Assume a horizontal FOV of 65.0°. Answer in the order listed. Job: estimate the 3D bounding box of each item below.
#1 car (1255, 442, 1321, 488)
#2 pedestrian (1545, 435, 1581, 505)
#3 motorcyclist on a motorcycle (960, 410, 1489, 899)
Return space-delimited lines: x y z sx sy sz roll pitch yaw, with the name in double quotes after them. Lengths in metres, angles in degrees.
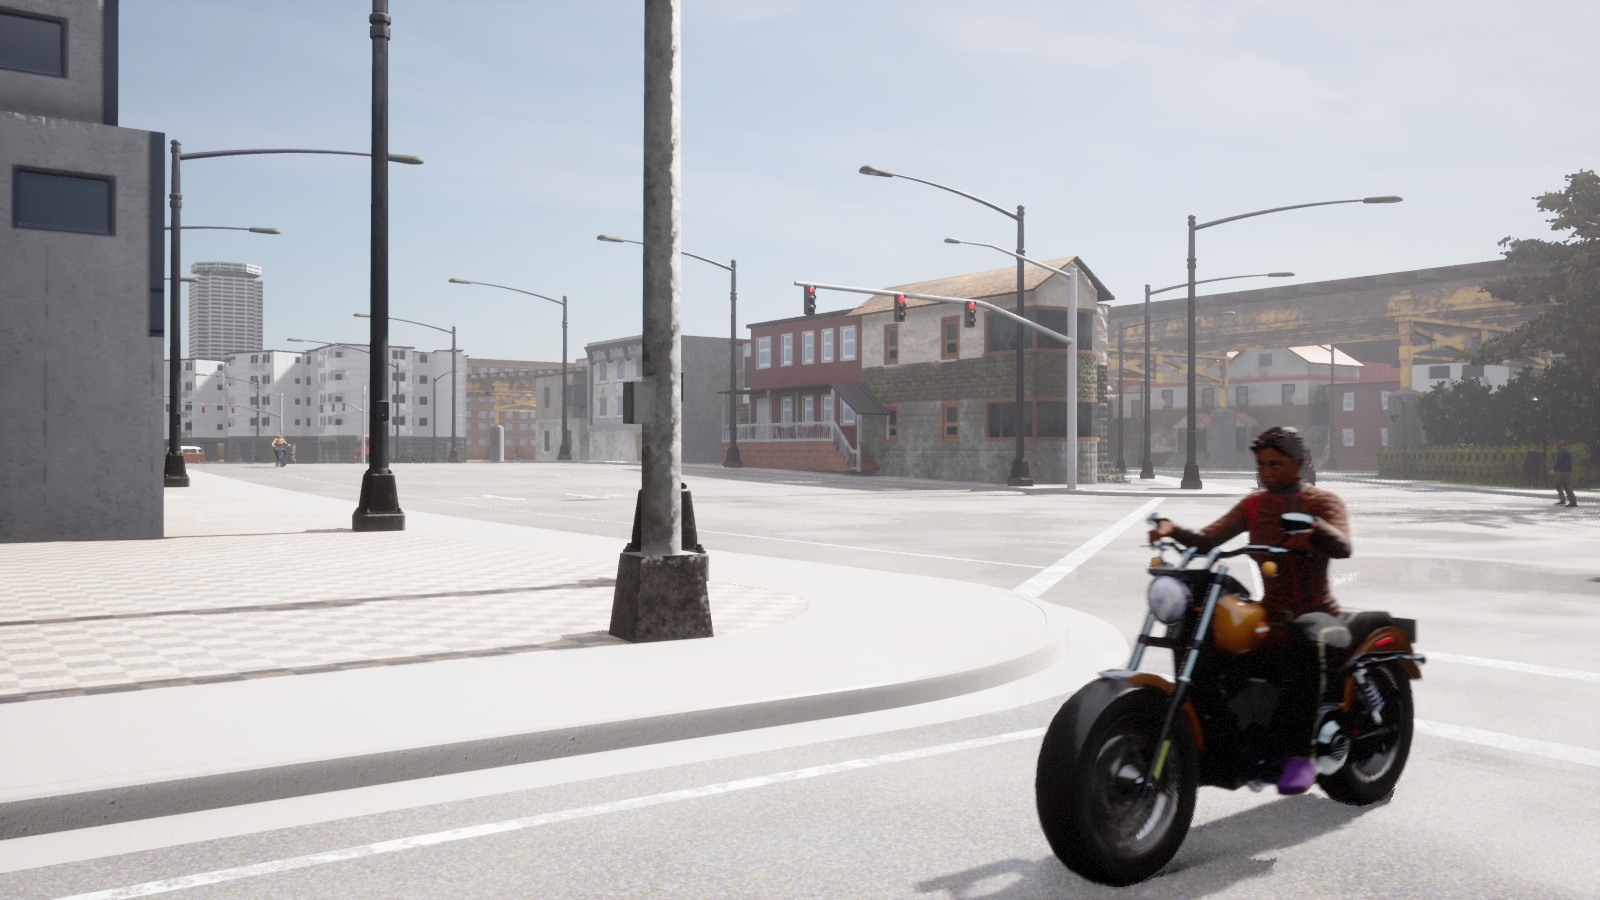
20.928 0.628 54.035 1.905 1.878 3.866 0 0 10 "car"
20.426 0.530 33.611 0.402 1.842 0.726 0 0 -41 "pedestrian"
1.735 0.703 4.871 2.350 1.649 0.766 0 0 -38 "motorcyclist on a motorcycle"
